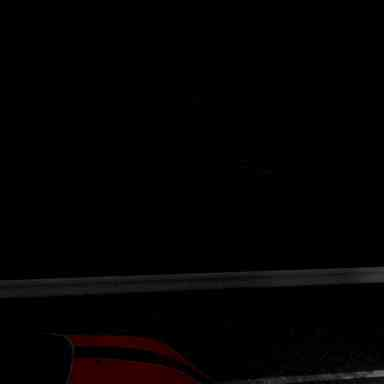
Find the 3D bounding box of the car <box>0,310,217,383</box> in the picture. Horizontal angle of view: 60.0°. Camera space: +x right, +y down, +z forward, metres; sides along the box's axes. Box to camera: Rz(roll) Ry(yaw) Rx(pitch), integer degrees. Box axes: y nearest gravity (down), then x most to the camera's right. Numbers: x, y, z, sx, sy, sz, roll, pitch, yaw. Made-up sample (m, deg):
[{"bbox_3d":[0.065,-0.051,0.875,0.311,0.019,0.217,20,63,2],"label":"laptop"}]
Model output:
[{"bbox_3d":[-1.848,1.352,1.669,4.553,1.767,2.097,0,0,-6],"label":"car"}]
